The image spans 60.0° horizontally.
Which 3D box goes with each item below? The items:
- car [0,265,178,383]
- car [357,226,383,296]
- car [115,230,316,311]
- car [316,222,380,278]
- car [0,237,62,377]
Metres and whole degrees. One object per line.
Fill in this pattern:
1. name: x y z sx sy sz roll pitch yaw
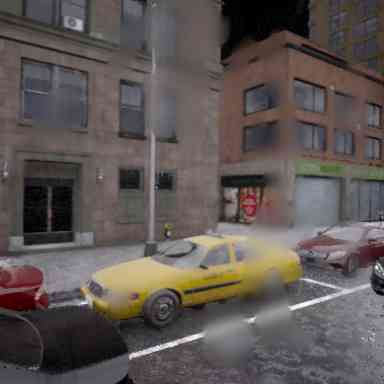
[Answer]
1. car: -2.698 1.452 1.512 5.008 1.535 1.882 1 0 -36
2. car: 5.926 1.557 7.498 4.674 1.442 1.812 0 0 -35
3. car: 0.266 1.513 6.915 4.829 1.417 1.752 0 1 -35
4. car: 4.916 1.601 10.148 4.206 1.307 1.802 0 1 -35
5. car: -4.105 1.504 3.878 4.507 1.381 1.887 0 1 -35
